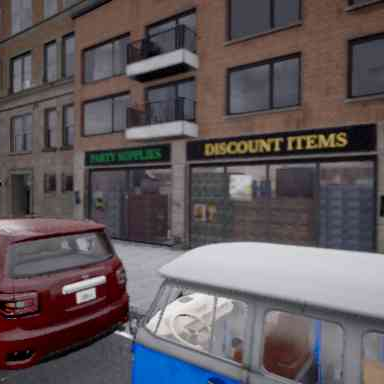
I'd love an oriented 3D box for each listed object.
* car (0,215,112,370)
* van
[{"bbox_3d":[-3.206,1.314,5.352,5.009,1.841,2.192,0,1,36],"label":"car"},{"bbox_3d":[1.341,1.341,2.110,3.998,1.788,1.690,0,1,36],"label":"van"}]
